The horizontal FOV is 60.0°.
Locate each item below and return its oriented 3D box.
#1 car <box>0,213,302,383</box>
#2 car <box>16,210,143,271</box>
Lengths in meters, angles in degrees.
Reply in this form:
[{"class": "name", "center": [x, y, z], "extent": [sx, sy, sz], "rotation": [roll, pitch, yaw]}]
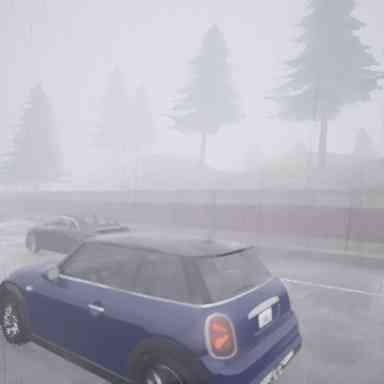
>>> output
[{"class": "car", "center": [-0.909, 1.365, 4.844], "extent": [4.553, 1.767, 2.097], "rotation": [0, 0, 37]}, {"class": "car", "center": [-4.204, 1.520, 12.012], "extent": [4.902, 1.511, 2.128], "rotation": [0, 0, 40]}]
